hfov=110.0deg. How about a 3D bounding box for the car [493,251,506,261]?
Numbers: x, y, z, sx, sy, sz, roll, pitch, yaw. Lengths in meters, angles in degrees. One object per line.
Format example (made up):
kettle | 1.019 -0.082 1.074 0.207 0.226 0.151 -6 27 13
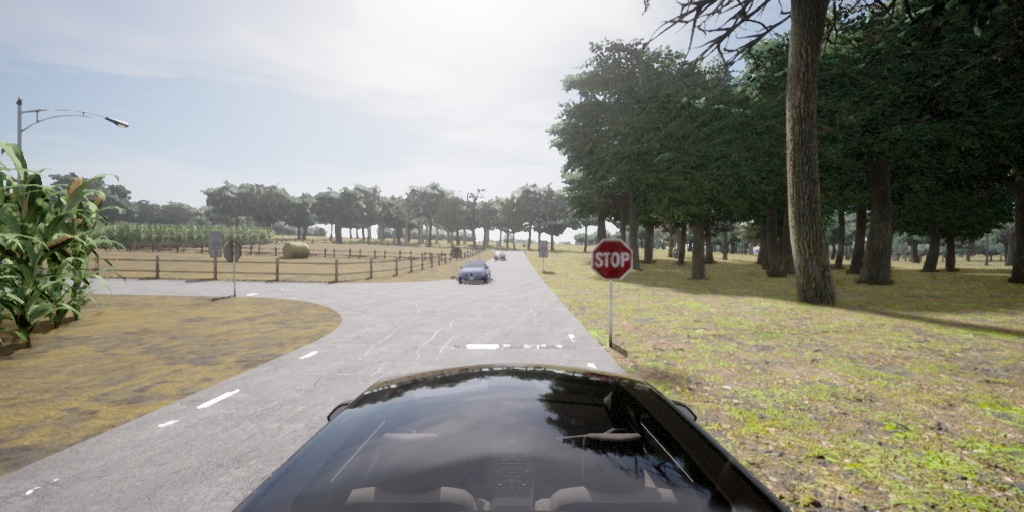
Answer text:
car | -1.980 0.002 59.132 2.128 1.511 4.902 0 2 1

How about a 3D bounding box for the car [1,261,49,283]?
car | -25.052 0.713 17.003 4.674 1.442 1.812 1 1 1

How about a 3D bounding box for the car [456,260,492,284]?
car | -2.448 1.033 24.238 1.812 1.442 4.674 0 1 1
